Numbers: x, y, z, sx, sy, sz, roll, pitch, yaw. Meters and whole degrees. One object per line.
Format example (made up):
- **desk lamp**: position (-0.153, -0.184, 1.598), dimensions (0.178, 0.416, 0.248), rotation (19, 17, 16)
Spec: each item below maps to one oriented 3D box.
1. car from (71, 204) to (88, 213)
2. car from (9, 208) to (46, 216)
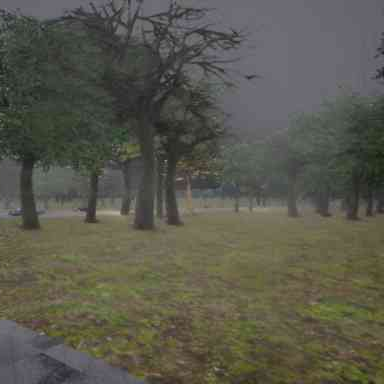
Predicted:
- **car**: position (-23.050, 3.371, 69.719), dimensions (2.097, 1.767, 4.553), rotation (0, -2, 36)
- **car**: position (-26.272, 3.144, 53.284), dimensions (2.033, 1.411, 5.357), rotation (0, -2, 36)
